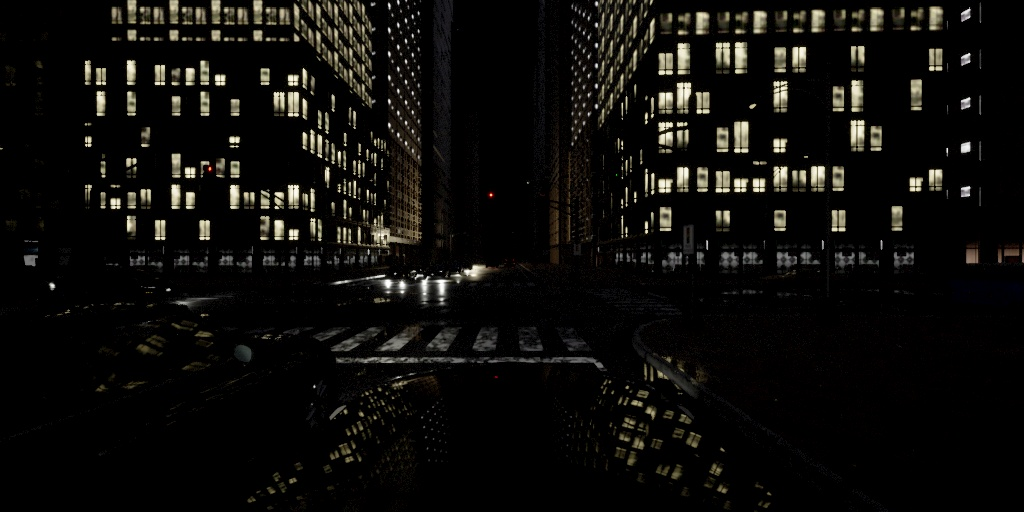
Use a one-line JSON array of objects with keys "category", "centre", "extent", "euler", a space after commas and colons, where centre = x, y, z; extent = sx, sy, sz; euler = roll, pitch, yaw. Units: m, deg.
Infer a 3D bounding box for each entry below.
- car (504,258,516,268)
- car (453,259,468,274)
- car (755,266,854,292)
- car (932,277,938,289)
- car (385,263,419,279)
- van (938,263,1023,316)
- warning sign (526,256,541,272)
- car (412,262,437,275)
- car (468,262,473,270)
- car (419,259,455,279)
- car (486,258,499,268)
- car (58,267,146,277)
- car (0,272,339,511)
[{"category": "car", "centre": [-0.396, 1.426, 63.814], "extent": [1.994, 1.385, 4.181], "euler": [0, 0, 0]}, {"category": "car", "centre": [-6.861, 1.277, 42.811], "extent": [1.882, 1.535, 5.008], "euler": [0, 0, 0]}, {"category": "car", "centre": [16.966, 1.293, 20.923], "extent": [4.829, 1.417, 1.751], "euler": [0, 0, 2]}, {"category": "car", "centre": [26.803, 1.357, 20.502], "extent": [4.207, 1.307, 1.802], "euler": [0, 0, 2]}, {"category": "car", "centre": [-10.048, 1.343, 32.782], "extent": [1.994, 1.385, 4.181], "euler": [0, 0, 0]}, {"category": "van", "centre": [18.289, 1.119, 12.760], "extent": [3.998, 1.789, 1.690], "euler": [0, 0, 2]}, {"category": "warning sign", "centre": [2.601, 0.910, 40.818], "extent": [1.300, 1.860, 1.060], "euler": [0, 0, 0]}, {"category": "car", "centre": [-10.097, 1.360, 41.690], "extent": [1.994, 1.385, 4.181], "euler": [0, 0, 0]}, {"category": "car", "centre": [-6.912, 1.389, 52.790], "extent": [1.994, 1.385, 4.181], "euler": [0, 0, 0]}, {"category": "car", "centre": [-6.797, 1.305, 32.938], "extent": [1.812, 1.442, 4.674], "euler": [0, 0, 0]}, {"category": "car", "centre": [-3.540, 1.213, 63.634], "extent": [2.097, 1.767, 4.553], "euler": [0, 0, -1]}, {"category": "car", "centre": [-17.773, 1.263, 16.152], "extent": [4.892, 1.490, 1.837], "euler": [0, 0, 3]}, {"category": "car", "centre": [-3.155, 1.102, 2.543], "extent": [2.097, 1.767, 4.553], "euler": [0, 0, 0]}]
